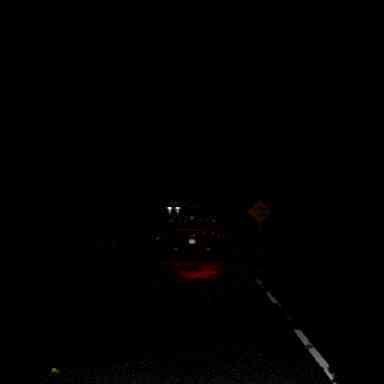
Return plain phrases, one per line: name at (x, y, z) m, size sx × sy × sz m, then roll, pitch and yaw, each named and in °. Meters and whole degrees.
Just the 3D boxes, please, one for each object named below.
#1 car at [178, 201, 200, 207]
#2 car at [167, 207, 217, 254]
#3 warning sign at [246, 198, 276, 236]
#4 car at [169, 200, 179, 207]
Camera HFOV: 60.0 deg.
car at (0.011, 1.792, 28.497) m, size 1.837 × 1.490 × 4.892 m, roll 0°, pitch 0°, yaw 0°
car at (0.020, 1.616, 14.226) m, size 1.882 × 1.535 × 5.008 m, roll 0°, pitch 0°, yaw 0°
warning sign at (3.558, 1.285, 17.313) m, size 1.300 × 1.860 × 1.060 m, roll 1°, pitch 0°, yaw 0°
car at (-3.528, 2.252, 64.952) m, size 1.812 × 1.442 × 4.674 m, roll 0°, pitch -1°, yaw 0°
